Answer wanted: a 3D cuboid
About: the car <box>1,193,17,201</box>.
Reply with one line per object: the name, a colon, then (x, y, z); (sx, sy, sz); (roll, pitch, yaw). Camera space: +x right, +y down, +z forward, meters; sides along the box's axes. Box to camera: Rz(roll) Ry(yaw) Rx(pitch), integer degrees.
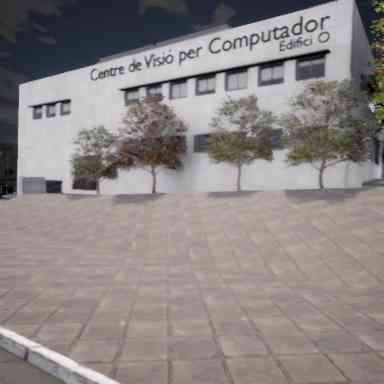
car: (-29.702, 0.842, 56.066); (1.994, 1.385, 4.181); (3, 0, 36)
